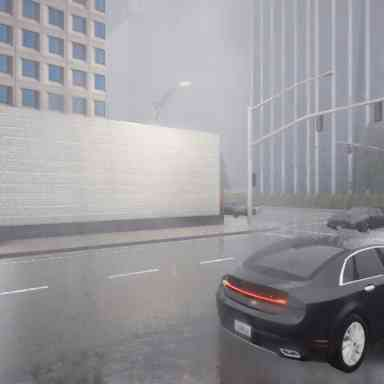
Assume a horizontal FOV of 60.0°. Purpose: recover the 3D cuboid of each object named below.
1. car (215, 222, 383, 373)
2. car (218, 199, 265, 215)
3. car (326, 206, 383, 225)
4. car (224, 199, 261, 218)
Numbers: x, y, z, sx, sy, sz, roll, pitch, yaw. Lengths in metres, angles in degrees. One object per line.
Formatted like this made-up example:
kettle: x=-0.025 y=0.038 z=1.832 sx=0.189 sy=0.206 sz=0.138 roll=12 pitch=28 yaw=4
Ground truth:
car: x=2.636 y=1.505 z=5.676 sx=4.892 sy=1.490 sz=1.837 roll=0 pitch=0 yaw=-35
car: x=5.157 y=1.547 z=35.386 sx=2.128 sy=1.511 sz=4.902 roll=0 pitch=0 yaw=-36
car: x=10.291 y=1.574 z=19.926 sx=5.357 sy=1.411 sz=2.033 roll=0 pitch=0 yaw=-35
car: x=3.592 y=1.603 z=31.555 sx=2.033 sy=1.411 sz=5.357 roll=0 pitch=0 yaw=-36
